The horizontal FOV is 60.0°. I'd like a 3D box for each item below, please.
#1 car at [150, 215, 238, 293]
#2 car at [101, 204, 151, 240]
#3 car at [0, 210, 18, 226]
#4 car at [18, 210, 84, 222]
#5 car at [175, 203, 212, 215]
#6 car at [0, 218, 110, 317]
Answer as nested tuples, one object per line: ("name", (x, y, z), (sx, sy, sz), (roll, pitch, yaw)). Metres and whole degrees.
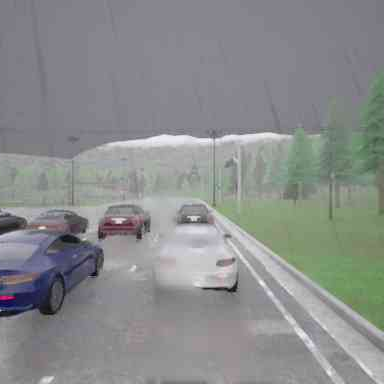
("car", (0.101, 1.559, 8.798), (1.812, 1.442, 4.674), (0, 0, 0))
("car", (-3.403, 1.417, 17.571), (2.097, 1.767, 4.553), (0, 0, 0))
("car", (-10.402, 1.629, 17.386), (1.994, 1.385, 4.181), (0, 0, 0))
("car", (-6.899, 1.629, 17.387), (1.994, 1.385, 4.181), (0, 0, 0))
("car", (0.100, 1.422, 19.000), (2.097, 1.767, 4.553), (0, 0, 0))
("car", (-3.395, 1.554, 7.428), (1.812, 1.442, 4.674), (0, 0, 0))
